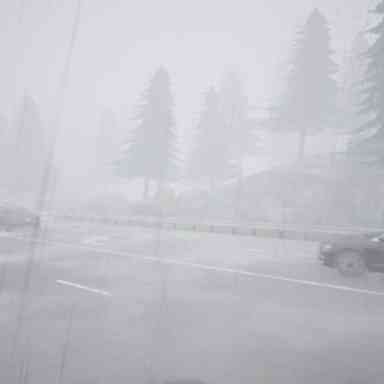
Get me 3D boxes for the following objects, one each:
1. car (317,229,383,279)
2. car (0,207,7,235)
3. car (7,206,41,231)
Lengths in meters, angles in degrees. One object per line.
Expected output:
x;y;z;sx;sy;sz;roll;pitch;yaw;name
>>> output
5.803;1.491;8.451;4.902;1.511;2.128;0;0;36;car
-11.453;1.357;16.451;4.553;1.767;2.097;0;0;35;car
-11.223;1.570;20.583;4.181;1.385;1.994;0;0;35;car
